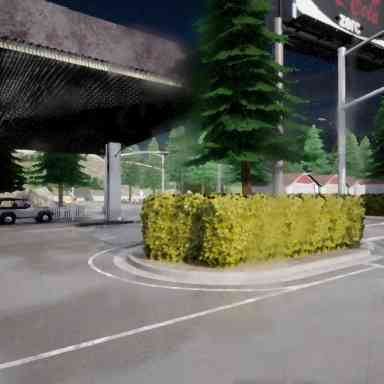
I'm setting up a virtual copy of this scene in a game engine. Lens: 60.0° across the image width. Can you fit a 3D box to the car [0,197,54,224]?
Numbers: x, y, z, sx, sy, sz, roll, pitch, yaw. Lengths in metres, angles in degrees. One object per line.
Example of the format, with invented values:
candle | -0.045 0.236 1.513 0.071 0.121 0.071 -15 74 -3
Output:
car | -11.935 1.313 23.504 3.866 1.878 1.905 0 0 -36
